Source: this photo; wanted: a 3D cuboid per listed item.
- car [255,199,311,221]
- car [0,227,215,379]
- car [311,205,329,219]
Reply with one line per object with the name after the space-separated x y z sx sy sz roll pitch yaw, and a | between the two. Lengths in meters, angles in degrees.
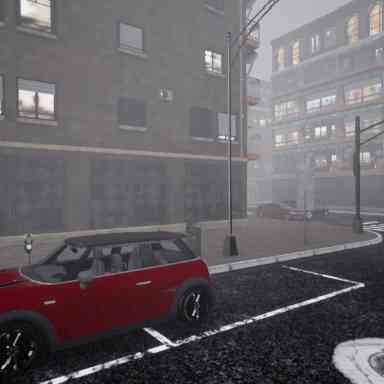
6.832 1.473 26.206 1.802 1.307 4.206 0 0 -35 | car
-1.662 1.440 5.432 4.097 1.590 1.967 0 0 -35 | car
8.918 1.347 27.726 1.882 1.535 5.008 -1 1 -35 | car
